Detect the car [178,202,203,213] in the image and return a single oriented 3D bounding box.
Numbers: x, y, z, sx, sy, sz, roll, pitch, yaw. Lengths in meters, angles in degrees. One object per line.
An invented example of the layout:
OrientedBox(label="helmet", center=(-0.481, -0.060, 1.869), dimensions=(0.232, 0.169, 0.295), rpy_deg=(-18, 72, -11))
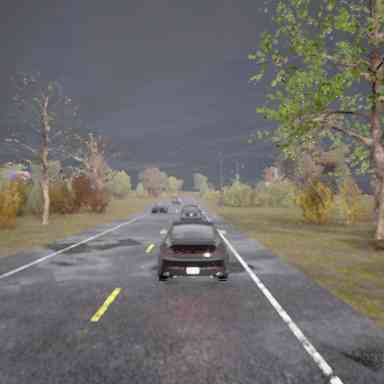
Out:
OrientedBox(label="car", center=(-0.066, 1.869, 28.411), dimensions=(2.033, 1.411, 5.357), rpy_deg=(0, -1, 0))

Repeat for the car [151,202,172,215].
OrientedBox(label="car", center=(-3.872, 2.050, 40.501), dimensions=(1.895, 1.301, 4.718), rpy_deg=(0, -1, -1))

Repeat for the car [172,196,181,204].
OrientedBox(label="car", center=(-3.911, 2.171, 78.383), dimensions=(2.033, 1.411, 5.357), rpy_deg=(0, -1, -2))

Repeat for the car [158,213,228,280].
OrientedBox(label="car", center=(0.033, 1.624, 10.329), dimensions=(1.837, 1.490, 4.892), rpy_deg=(0, 0, 0))

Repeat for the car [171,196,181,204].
OrientedBox(label="car", center=(-4.078, 1.985, 85.813), dimensions=(2.150, 2.045, 5.566), rpy_deg=(0, 0, 0))
